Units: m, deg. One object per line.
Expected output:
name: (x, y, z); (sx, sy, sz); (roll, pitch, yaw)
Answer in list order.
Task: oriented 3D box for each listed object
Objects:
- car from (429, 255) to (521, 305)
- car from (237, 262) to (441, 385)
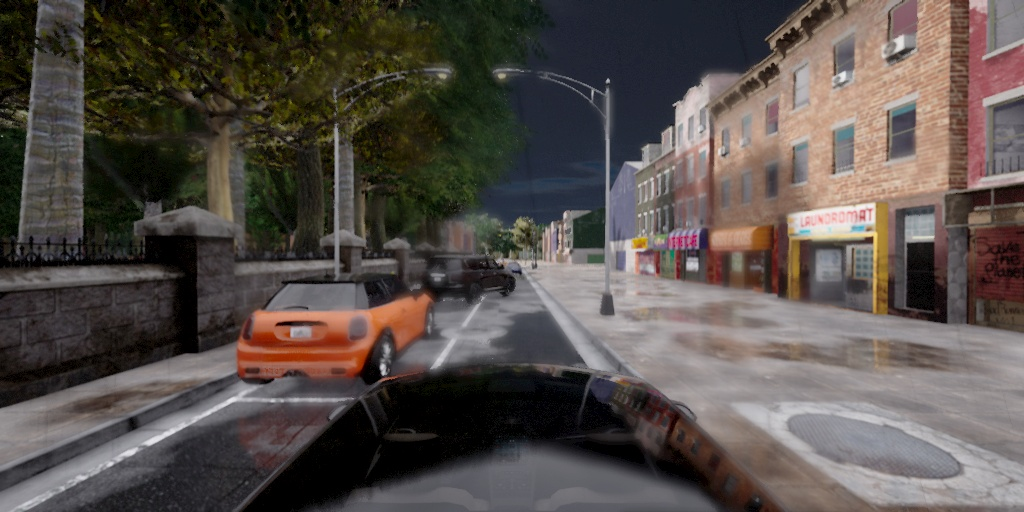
car: (-1.781, 0.976, 16.307); (2.150, 2.045, 5.566); (0, 0, 24)
car: (-2.988, 1.102, 7.206); (2.097, 1.767, 4.553); (0, 0, 0)
